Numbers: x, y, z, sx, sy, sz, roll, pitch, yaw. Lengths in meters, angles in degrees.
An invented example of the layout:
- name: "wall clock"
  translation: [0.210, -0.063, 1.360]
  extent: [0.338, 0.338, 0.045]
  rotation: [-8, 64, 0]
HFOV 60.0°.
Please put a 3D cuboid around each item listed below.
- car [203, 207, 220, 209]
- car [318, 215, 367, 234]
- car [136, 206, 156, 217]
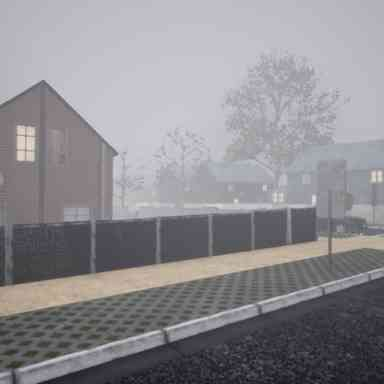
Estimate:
- name: "car"
  translation: [1.838, 2.047, 29.993]
  extent: [1.812, 1.442, 4.674]
  rotation: [1, -2, -35]
- name: "car"
  translation: [8.329, 1.732, 21.016]
  extent: [1.882, 1.535, 5.008]
  rotation: [1, -2, -38]
- name: "car"
  translation: [-5.069, 2.379, 39.766]
  extent: [1.994, 1.385, 4.181]
  rotation: [1, -2, -35]
